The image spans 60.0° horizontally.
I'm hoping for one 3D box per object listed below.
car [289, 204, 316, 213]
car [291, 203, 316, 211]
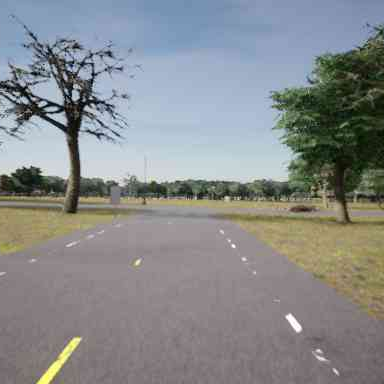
[{"bbox_3d":[19.486,2.954,58.787,4.674,1.442,1.812,2,0,0],"label":"car"},{"bbox_3d":[22.079,3.034,65.778,4.181,1.385,1.994,2,0,0],"label":"car"}]
